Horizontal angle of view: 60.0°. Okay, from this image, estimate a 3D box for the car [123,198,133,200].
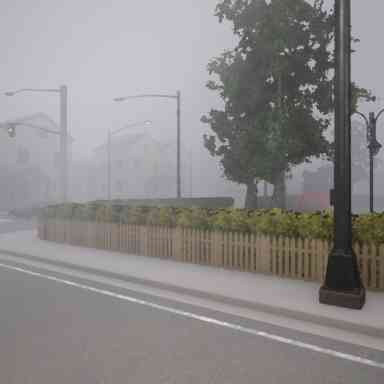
[{"bbox_3d":[-7.286,1.491,37.992,2.128,1.511,4.902,0,0,35],"label":"car"}]

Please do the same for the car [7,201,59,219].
[{"bbox_3d":[-13.231,1.547,29.448,2.033,1.411,5.357,0,0,35],"label":"car"}]
